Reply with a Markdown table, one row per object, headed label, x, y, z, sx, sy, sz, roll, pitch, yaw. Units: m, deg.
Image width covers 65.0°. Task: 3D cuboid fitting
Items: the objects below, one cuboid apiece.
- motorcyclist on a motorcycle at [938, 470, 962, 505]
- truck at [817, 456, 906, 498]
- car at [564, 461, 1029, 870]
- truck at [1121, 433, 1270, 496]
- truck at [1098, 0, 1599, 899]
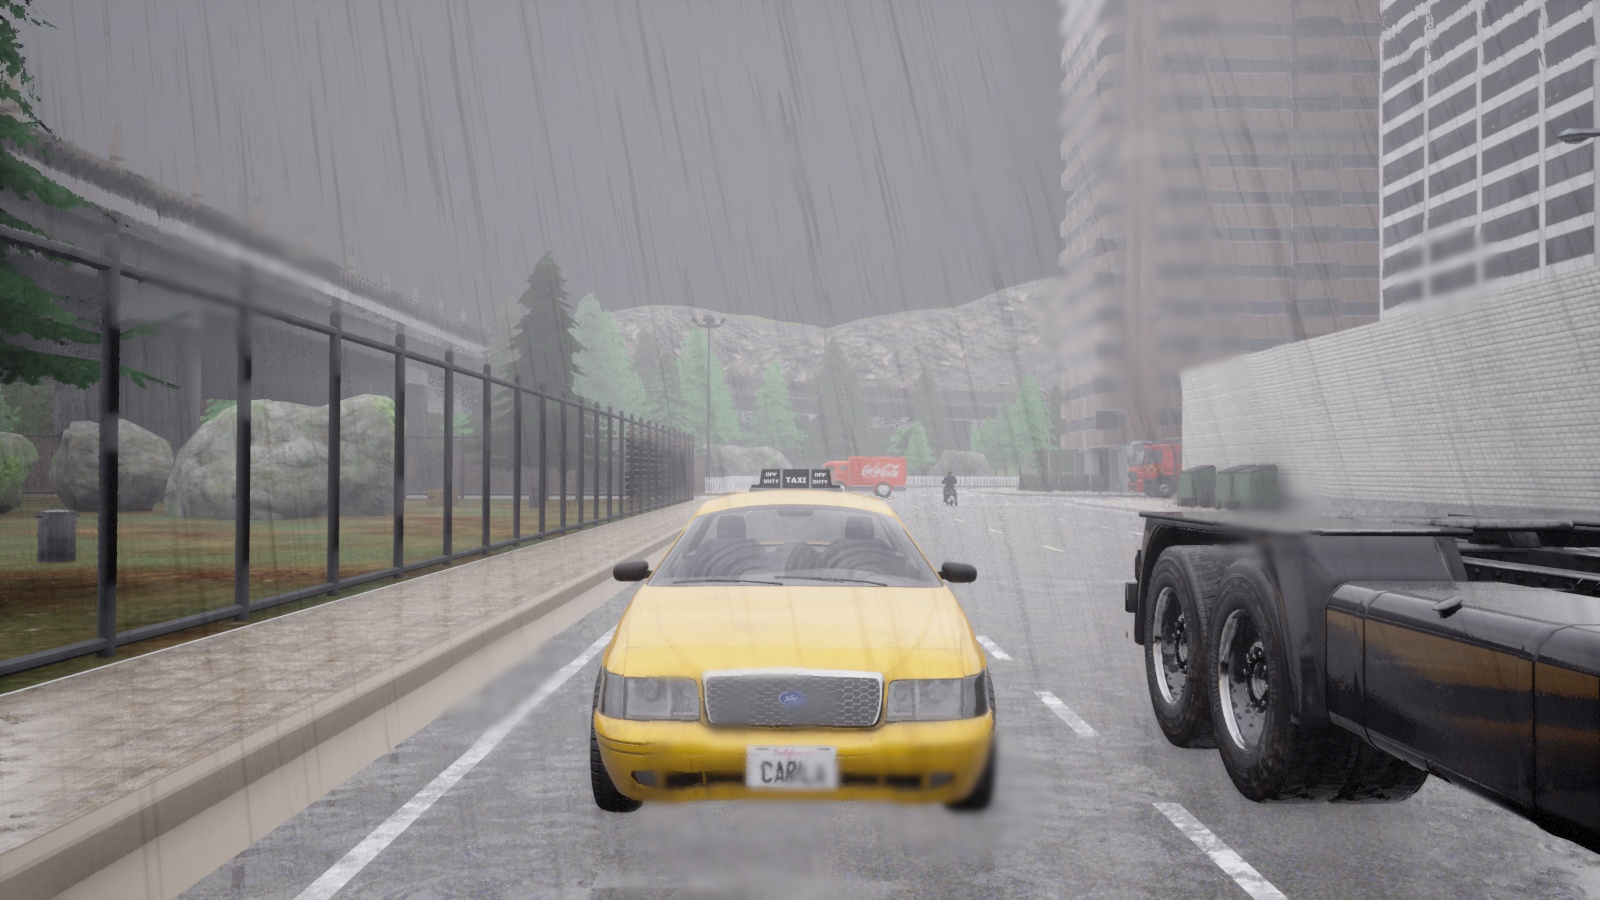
| label | x | y | z | sx | sy | sz | roll | pitch | yaw |
| --- | --- | --- | --- | --- | --- | --- | --- | --- | --- |
| motorcyclist on a motorcycle | 6.835 | 1.700 | 57.291 | 0.866 | 1.590 | 1.817 | 0 | -1 | 0 |
| truck | 3.672 | 1.602 | 75.557 | 5.204 | 2.467 | 2.627 | 0 | -1 | 0 |
| car | -0.022 | 0.880 | 7.560 | 1.801 | 1.575 | 5.366 | 0 | -1 | 0 |
| truck | 24.825 | 0.931 | 79.102 | 8.468 | 3.827 | 2.891 | 0 | -1 | 0 |
| truck | 3.483 | -0.105 | 4.529 | 2.891 | 3.462 | 7.936 | 0 | -1 | 0 |
